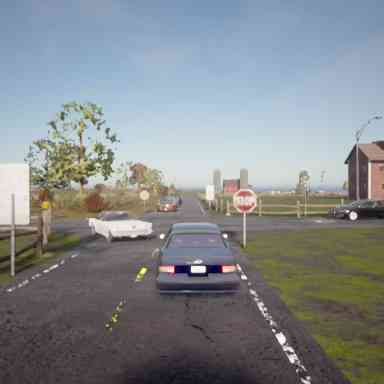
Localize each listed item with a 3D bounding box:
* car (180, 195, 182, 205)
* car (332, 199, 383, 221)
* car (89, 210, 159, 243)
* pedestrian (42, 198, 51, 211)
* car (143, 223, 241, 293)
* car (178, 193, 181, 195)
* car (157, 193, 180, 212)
[{"bbox_3d":[-2.882,1.507,48.848,1.812,1.442,4.674,0,0,1],"label":"car"},{"bbox_3d":[12.941,1.277,24.547,4.892,1.490,1.837,-1,0,0],"label":"car"},{"bbox_3d":[-3.578,1.594,16.302,1.895,1.301,4.718,0,0,-30],"label":"car"},{"bbox_3d":[-12.183,1.403,27.744,0.375,1.860,0.375,0,1,0],"label":"pedestrian"},{"bbox_3d":[0.067,1.543,8.956,2.033,1.411,5.357,0,0,-1],"label":"car"},{"bbox_3d":[-2.880,1.199,59.147,2.150,2.045,5.566,0,0,0],"label":"car"},{"bbox_3d":[-2.881,1.337,38.797,2.097,1.767,4.553,0,0,0],"label":"car"}]
